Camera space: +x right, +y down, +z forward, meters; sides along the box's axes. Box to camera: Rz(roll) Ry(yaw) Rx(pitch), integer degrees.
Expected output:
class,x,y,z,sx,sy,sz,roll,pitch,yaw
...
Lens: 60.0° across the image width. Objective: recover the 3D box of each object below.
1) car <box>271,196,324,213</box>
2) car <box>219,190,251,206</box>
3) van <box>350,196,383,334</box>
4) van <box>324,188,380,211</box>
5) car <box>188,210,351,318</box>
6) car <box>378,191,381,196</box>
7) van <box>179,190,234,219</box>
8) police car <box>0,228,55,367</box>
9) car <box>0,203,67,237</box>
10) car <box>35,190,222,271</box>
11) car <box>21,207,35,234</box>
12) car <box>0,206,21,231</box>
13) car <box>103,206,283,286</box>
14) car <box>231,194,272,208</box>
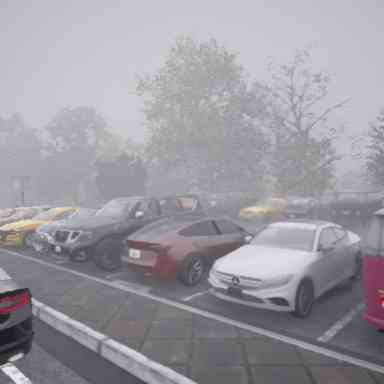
class,x,y,z,sx,sy,sz,roll,pitch,yaw
car,7.302,1.063,20.546,2.231,1.521,4.892,-1,1,43
car,3.269,0.867,24.342,2.435,2.045,5.566,-1,1,43
van,4.408,1.083,5.530,1.878,1.987,4.442,-1,1,43
van,9.407,0.809,18.744,1.878,1.987,4.442,-1,1,43
car,2.305,1.376,7.342,2.002,1.452,4.674,-1,1,43
car,11.335,0.889,16.749,2.185,1.767,4.553,-1,1,43
van,1.215,0.932,26.380,1.878,1.987,4.442,-1,1,43
police car,-4.253,1.455,5.108,5.238,1.638,1.930,-1,1,43
car,-9.998,1.532,18.549,1.946,1.575,5.366,-1,1,43
car,-1.785,1.134,11.101,2.435,2.045,5.566,-1,1,43
car,-3.769,1.285,13.036,2.185,1.767,4.553,-1,1,43
car,-5.814,1.443,14.912,2.097,1.535,5.008,-1,1,43
car,0.293,1.389,9.254,2.163,1.488,4.792,-1,1,43
car,5.155,1.090,22.301,1.946,1.575,5.366,-1,1,43
